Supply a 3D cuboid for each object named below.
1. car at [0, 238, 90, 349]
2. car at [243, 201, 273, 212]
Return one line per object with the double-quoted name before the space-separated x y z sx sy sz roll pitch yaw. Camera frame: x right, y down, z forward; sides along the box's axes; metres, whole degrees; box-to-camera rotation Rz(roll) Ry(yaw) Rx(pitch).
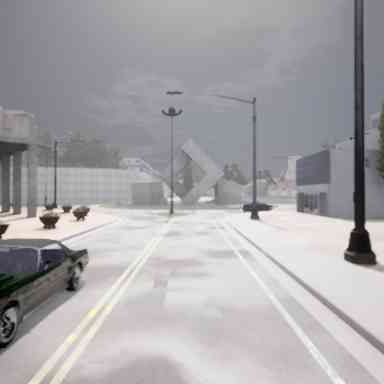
"car" -3.595 1.651 6.454 1.895 1.301 4.718 0 0 0
"car" 8.701 1.918 43.830 4.181 1.385 1.994 0 -1 -34
